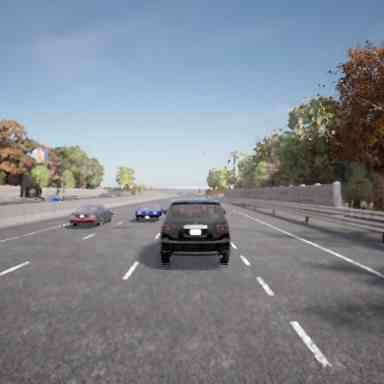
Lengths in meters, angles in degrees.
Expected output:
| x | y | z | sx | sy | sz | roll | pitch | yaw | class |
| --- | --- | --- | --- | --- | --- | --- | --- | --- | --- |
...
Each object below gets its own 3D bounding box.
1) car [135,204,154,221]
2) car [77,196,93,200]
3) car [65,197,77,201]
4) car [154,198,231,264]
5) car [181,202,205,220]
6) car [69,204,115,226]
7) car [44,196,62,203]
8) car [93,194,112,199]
| x | y | z | sx | sy | sz | roll | pitch | yaw | class |
| --- | --- | --- | --- | --- | --- | --- | --- | --- | --- |
| -3.400 | 1.634 | 27.486 | 1.895 | 1.301 | 4.718 | 0 | 0 | 0 | car |
| -21.005 | 1.622 | 67.005 | 1.812 | 1.442 | 4.674 | 0 | 0 | 0 | car |
| -24.505 | 1.639 | 68.388 | 1.994 | 1.385 | 4.181 | 0 | 0 | 0 | car |
| 0.099 | 1.232 | 12.036 | 2.150 | 2.045 | 5.566 | 0 | 0 | 0 | car |
| 0.099 | 1.600 | 29.731 | 1.994 | 1.385 | 4.181 | 0 | 0 | 0 | car |
| -6.899 | 1.574 | 23.356 | 2.033 | 1.411 | 5.357 | 0 | 0 | 0 | car |
| -28.005 | 1.576 | 67.005 | 1.882 | 1.535 | 5.008 | 0 | 0 | 0 | car |
| -17.506 | 1.327 | 66.569 | 2.150 | 2.045 | 5.566 | 0 | 0 | 0 | car |
